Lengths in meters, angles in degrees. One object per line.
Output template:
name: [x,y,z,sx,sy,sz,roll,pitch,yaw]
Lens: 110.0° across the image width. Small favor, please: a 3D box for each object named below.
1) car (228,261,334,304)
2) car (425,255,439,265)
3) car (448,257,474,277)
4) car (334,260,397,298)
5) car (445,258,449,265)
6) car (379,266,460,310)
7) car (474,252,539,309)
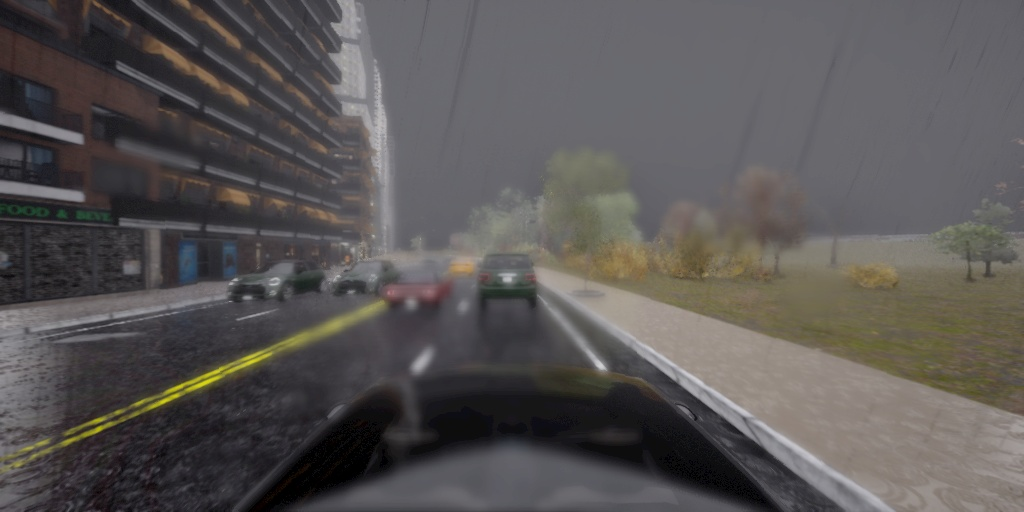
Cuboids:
car: [-10.168,1.030,15.978,2.097,1.767,4.553,0,1,-2]
car: [-14.026,0.672,62.945,2.097,1.767,4.553,0,0,-7]
car: [-4.327,1.011,32.385,1.882,1.535,5.008,0,0,-4]
car: [-6.980,1.006,17.746,2.097,1.767,4.553,0,0,-2]
car: [-10.936,0.841,64.485,2.033,1.411,5.357,0,1,-7]
car: [-3.411,1.270,14.197,1.895,1.301,4.718,0,0,-2]
car: [-0.170,0.877,14.565,2.150,2.045,5.566,0,1,-2]
